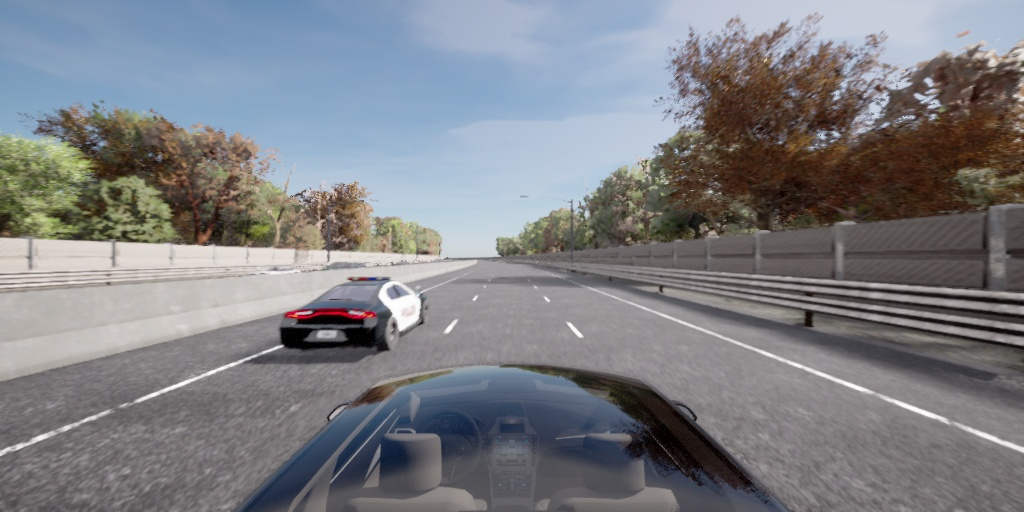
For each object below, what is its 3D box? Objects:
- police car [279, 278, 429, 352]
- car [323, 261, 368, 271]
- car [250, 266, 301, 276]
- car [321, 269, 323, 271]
[{"bbox_3d":[-3.530,1.333,9.245,2.038,1.542,4.974,0,0,0],"label":"police car"},{"bbox_3d":[-14.345,1.327,31.800,2.097,1.767,4.553,0,0,-1],"label":"car"},{"bbox_3d":[-21.355,1.600,32.528,1.895,1.301,4.718,0,0,-1],"label":"car"},{"bbox_3d":[-17.931,1.369,37.298,2.097,1.767,4.553,0,0,-1],"label":"car"}]
